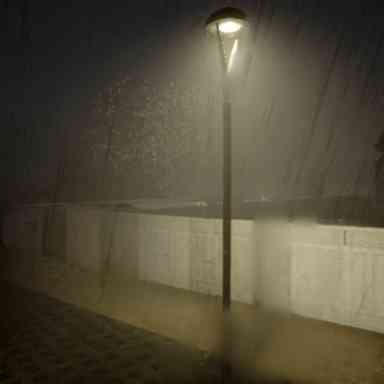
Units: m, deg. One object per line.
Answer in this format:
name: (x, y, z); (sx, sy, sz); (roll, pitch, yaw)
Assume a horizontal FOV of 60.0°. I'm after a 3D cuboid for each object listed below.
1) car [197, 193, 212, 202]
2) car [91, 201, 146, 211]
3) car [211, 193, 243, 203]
car: (2.877, 0.799, 49.632); (1.895, 1.301, 4.718); (4, 3, 42)
car: (-5.482, 1.431, 25.322); (1.812, 1.442, 4.674); (4, 3, 41)
car: (5.313, 0.951, 47.486); (1.895, 1.301, 4.718); (4, 3, 42)
